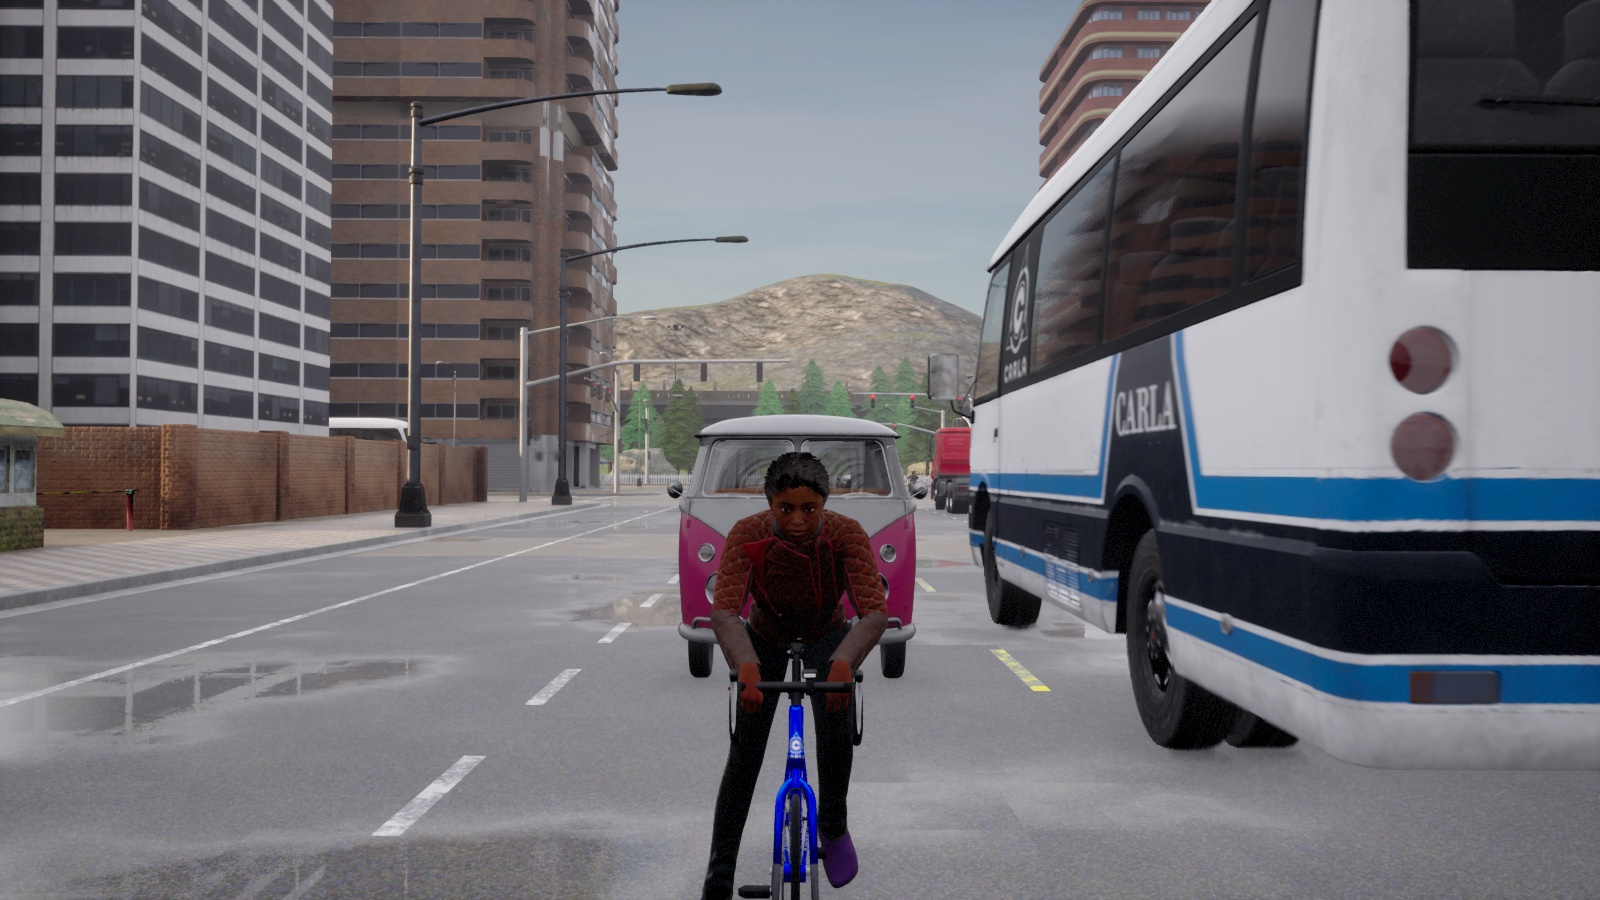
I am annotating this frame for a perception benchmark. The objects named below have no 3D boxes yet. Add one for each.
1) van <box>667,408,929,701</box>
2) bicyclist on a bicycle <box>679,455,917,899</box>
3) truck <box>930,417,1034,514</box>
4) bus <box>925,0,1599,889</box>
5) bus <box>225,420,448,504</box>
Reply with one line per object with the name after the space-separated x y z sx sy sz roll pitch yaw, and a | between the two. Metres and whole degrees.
-0.015 0.748 10.772 1.775 1.987 4.442 0 -1 0 | van
-0.005 0.833 3.919 0.582 1.620 1.656 0 -1 0 | bicyclist on a bicycle
6.929 0.626 49.008 2.891 3.462 7.936 0 -1 0 | truck
3.481 -0.411 9.852 3.944 4.253 10.273 0 -1 0 | bus
-24.146 0.639 65.914 10.273 4.253 3.944 0 -1 0 | bus
